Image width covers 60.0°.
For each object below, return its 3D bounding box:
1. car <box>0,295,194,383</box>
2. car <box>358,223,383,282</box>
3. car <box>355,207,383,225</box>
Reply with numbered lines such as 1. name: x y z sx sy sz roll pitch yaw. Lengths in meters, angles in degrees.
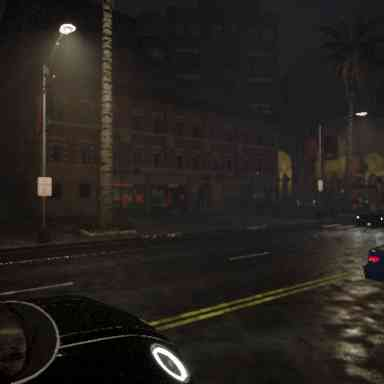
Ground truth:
1. car: -2.149 1.349 2.167 4.553 1.767 2.097 0 0 -36
2. car: 6.477 1.583 8.466 5.357 1.411 2.033 0 0 -36
3. car: 12.727 1.682 21.858 4.718 1.301 1.895 0 0 -36
